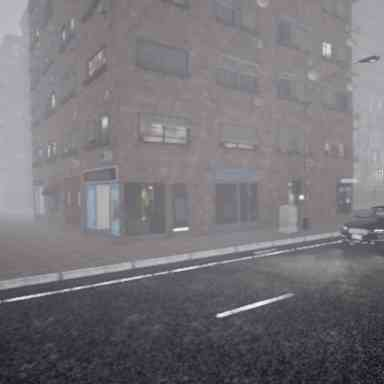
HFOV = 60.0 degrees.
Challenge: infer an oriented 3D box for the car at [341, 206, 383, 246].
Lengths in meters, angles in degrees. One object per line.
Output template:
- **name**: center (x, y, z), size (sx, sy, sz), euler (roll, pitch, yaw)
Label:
- **car**: center (7.883, 1.315, 13.262), size (4.902, 1.511, 2.128), euler (-1, 0, -35)
